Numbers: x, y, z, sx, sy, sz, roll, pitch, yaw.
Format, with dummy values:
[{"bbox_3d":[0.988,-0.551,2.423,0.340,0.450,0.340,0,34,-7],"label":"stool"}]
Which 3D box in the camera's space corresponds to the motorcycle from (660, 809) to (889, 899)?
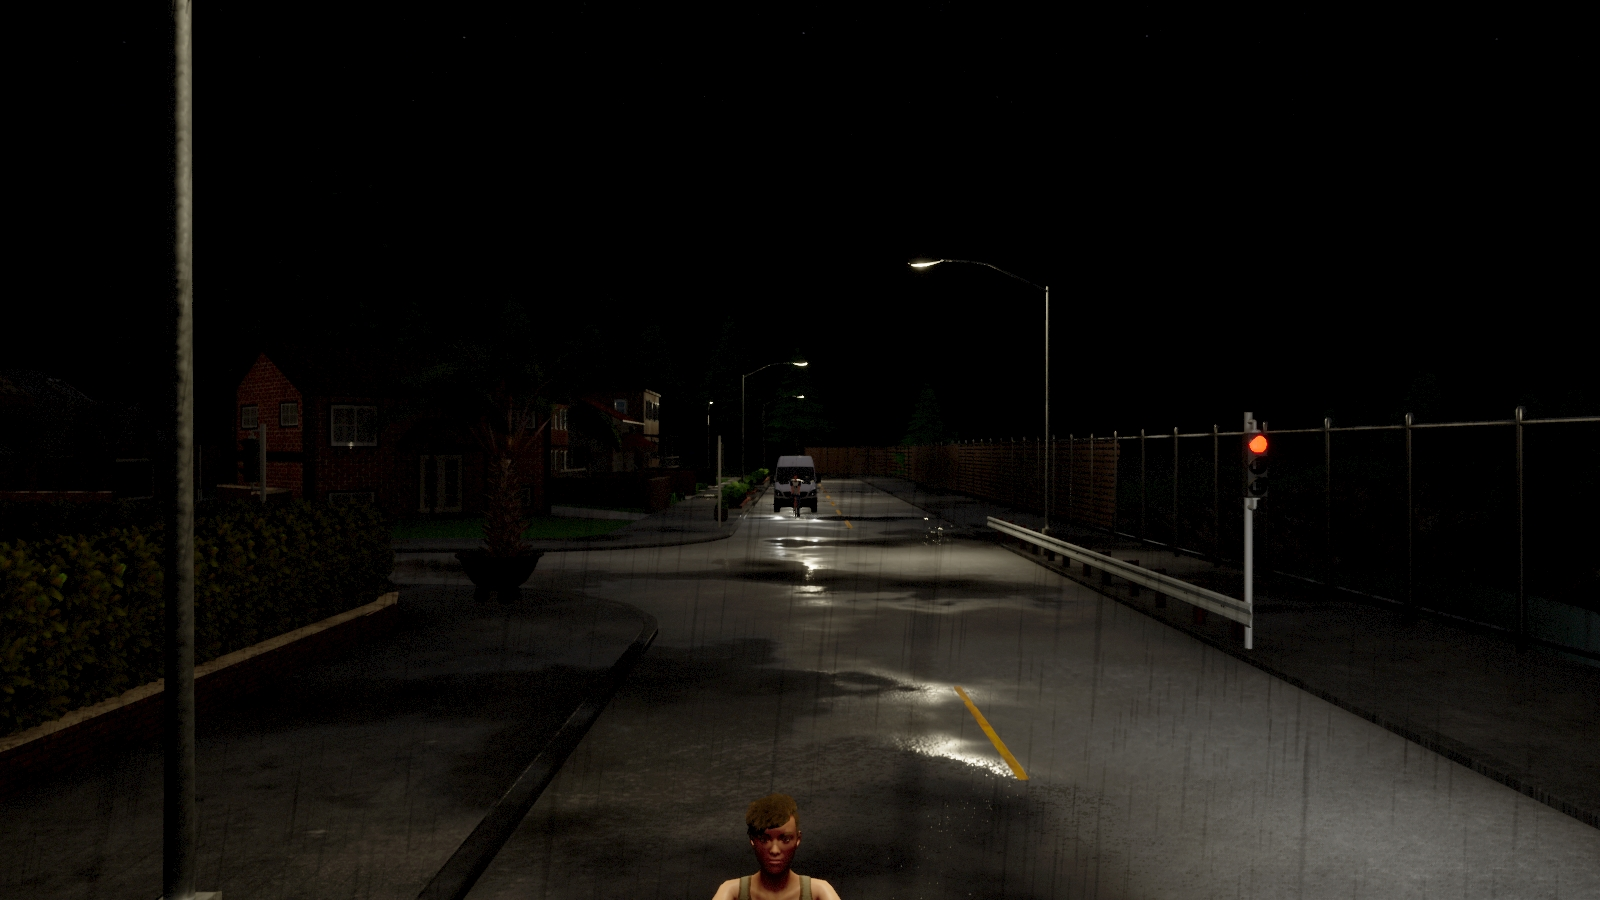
[{"bbox_3d":[-0.084,2.157,3.590,0.764,1.307,2.356,0,0,-1],"label":"motorcycle"}]
